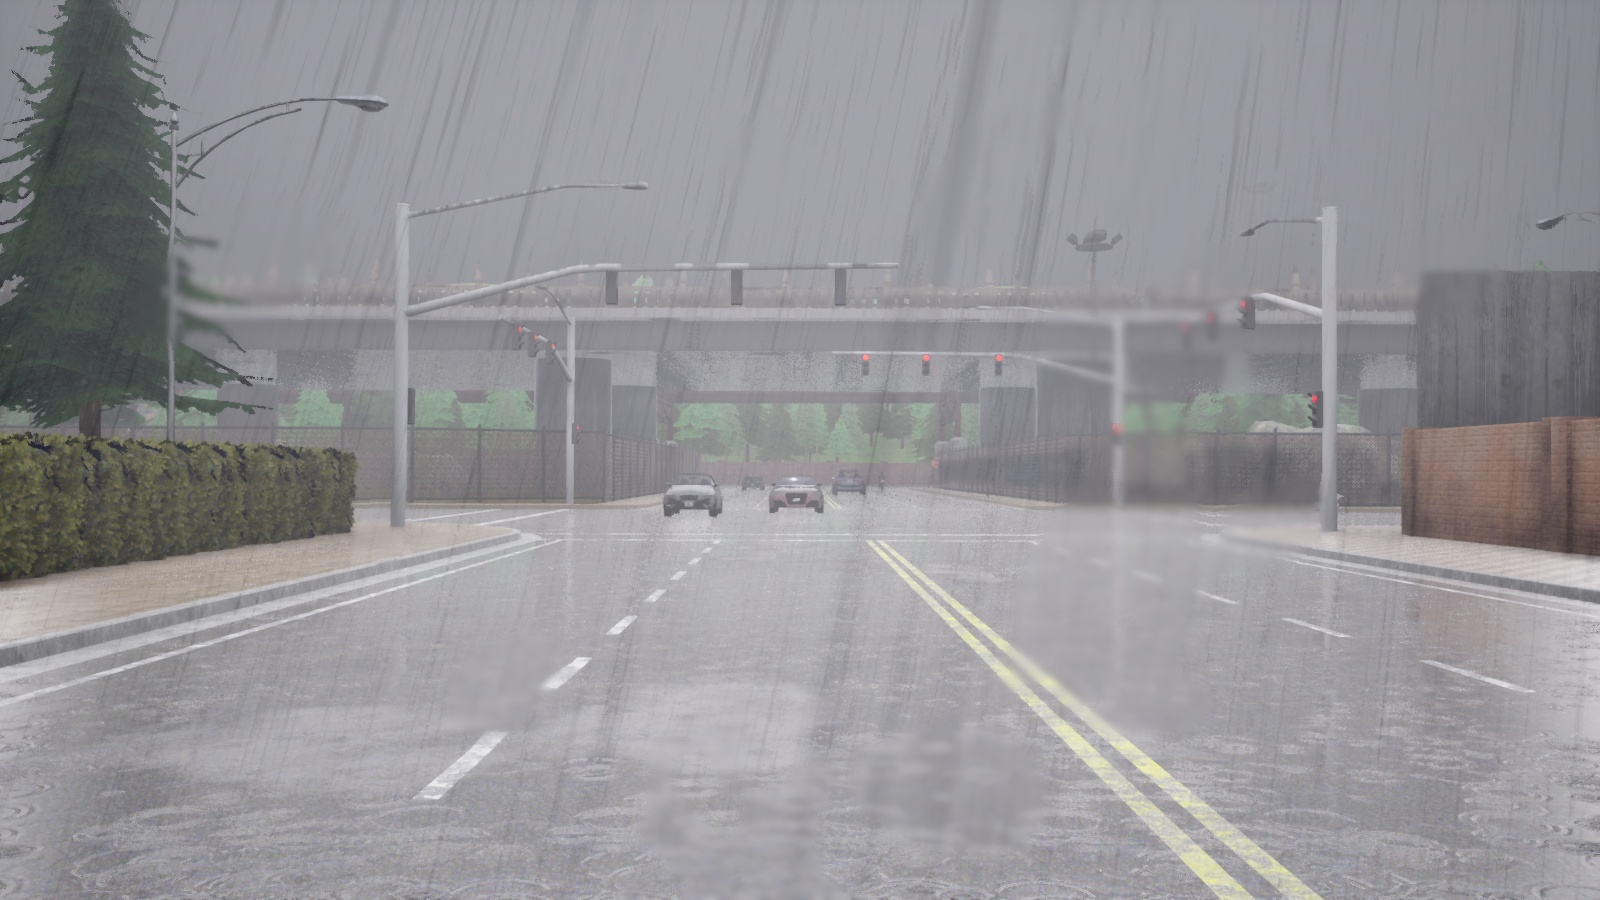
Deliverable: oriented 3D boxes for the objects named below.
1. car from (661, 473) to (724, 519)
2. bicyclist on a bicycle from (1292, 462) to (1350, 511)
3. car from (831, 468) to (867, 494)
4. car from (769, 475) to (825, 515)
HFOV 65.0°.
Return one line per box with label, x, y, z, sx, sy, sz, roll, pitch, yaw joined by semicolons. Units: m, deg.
car;-3.607;1.533;42.742;1.816;1.474;4.193;0;-1;0
bicyclist on a bicycle;18.956;1.319;45.688;1.843;1.776;0.659;0;-1;0
car;3.289;2.062;84.591;2.242;1.667;4.611;0;-1;0
car;-0.118;1.630;46.689;1.994;1.385;4.181;0;-1;0
